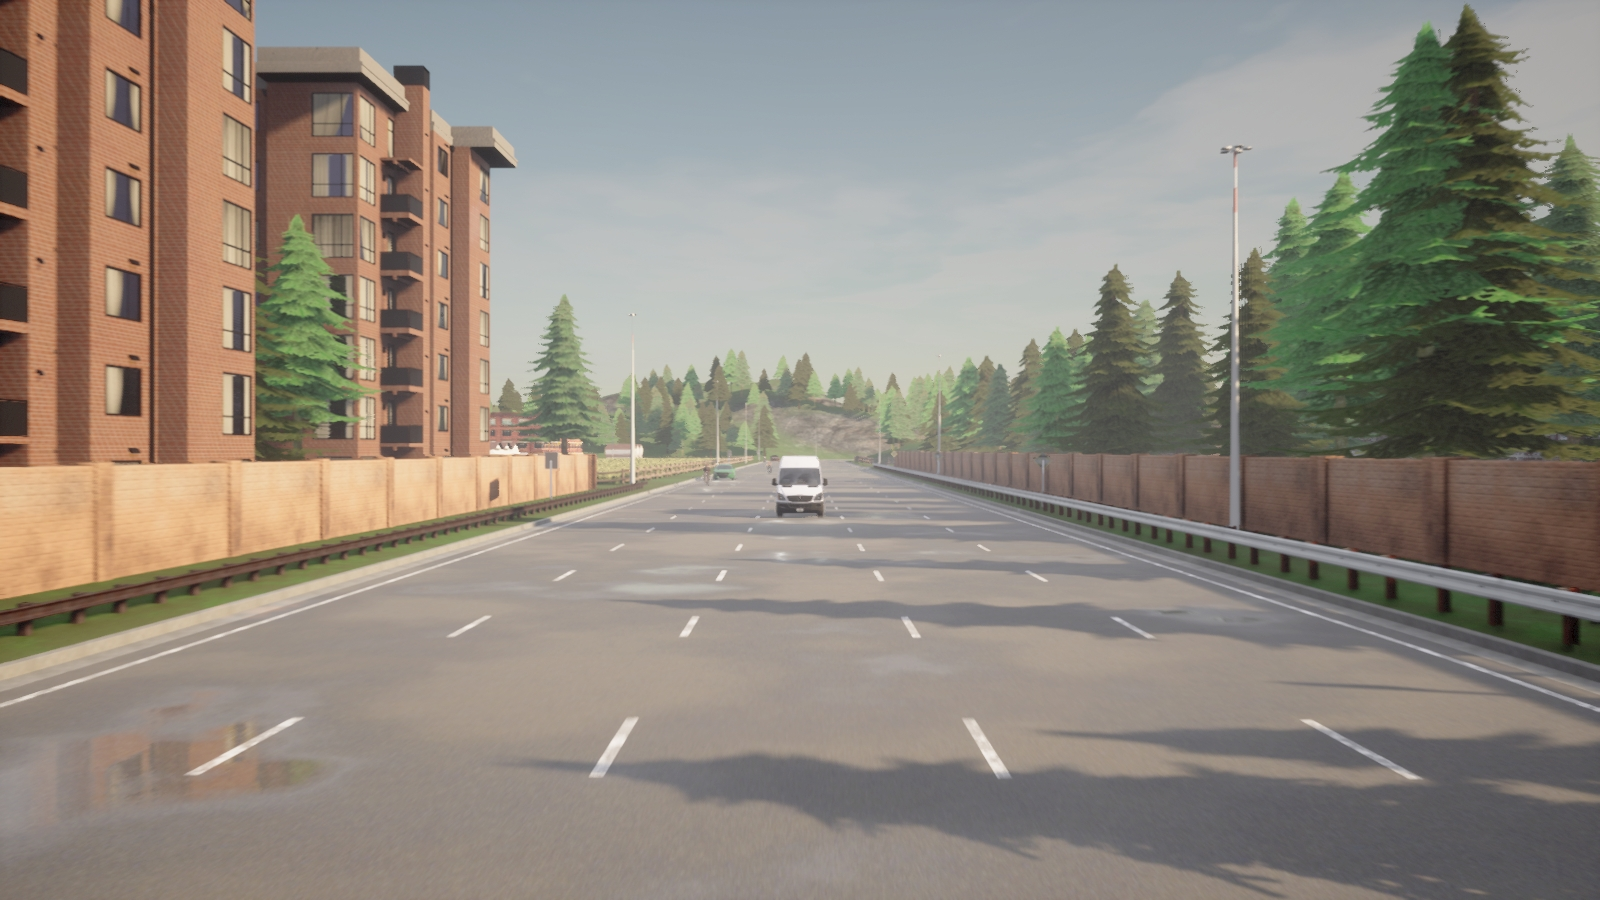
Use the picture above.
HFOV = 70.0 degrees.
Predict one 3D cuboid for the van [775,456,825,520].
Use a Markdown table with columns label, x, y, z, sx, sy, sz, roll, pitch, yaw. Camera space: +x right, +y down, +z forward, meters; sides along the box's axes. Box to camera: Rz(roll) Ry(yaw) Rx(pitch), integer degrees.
| label | x | y | z | sx | sy | sz | roll | pitch | yaw |
| --- | --- | --- | --- | --- | --- | --- | --- | --- | --- |
| van | 0.001 | 1.534 | 48.959 | 1.988 | 2.561 | 5.915 | 0 | 0 | 0 |
